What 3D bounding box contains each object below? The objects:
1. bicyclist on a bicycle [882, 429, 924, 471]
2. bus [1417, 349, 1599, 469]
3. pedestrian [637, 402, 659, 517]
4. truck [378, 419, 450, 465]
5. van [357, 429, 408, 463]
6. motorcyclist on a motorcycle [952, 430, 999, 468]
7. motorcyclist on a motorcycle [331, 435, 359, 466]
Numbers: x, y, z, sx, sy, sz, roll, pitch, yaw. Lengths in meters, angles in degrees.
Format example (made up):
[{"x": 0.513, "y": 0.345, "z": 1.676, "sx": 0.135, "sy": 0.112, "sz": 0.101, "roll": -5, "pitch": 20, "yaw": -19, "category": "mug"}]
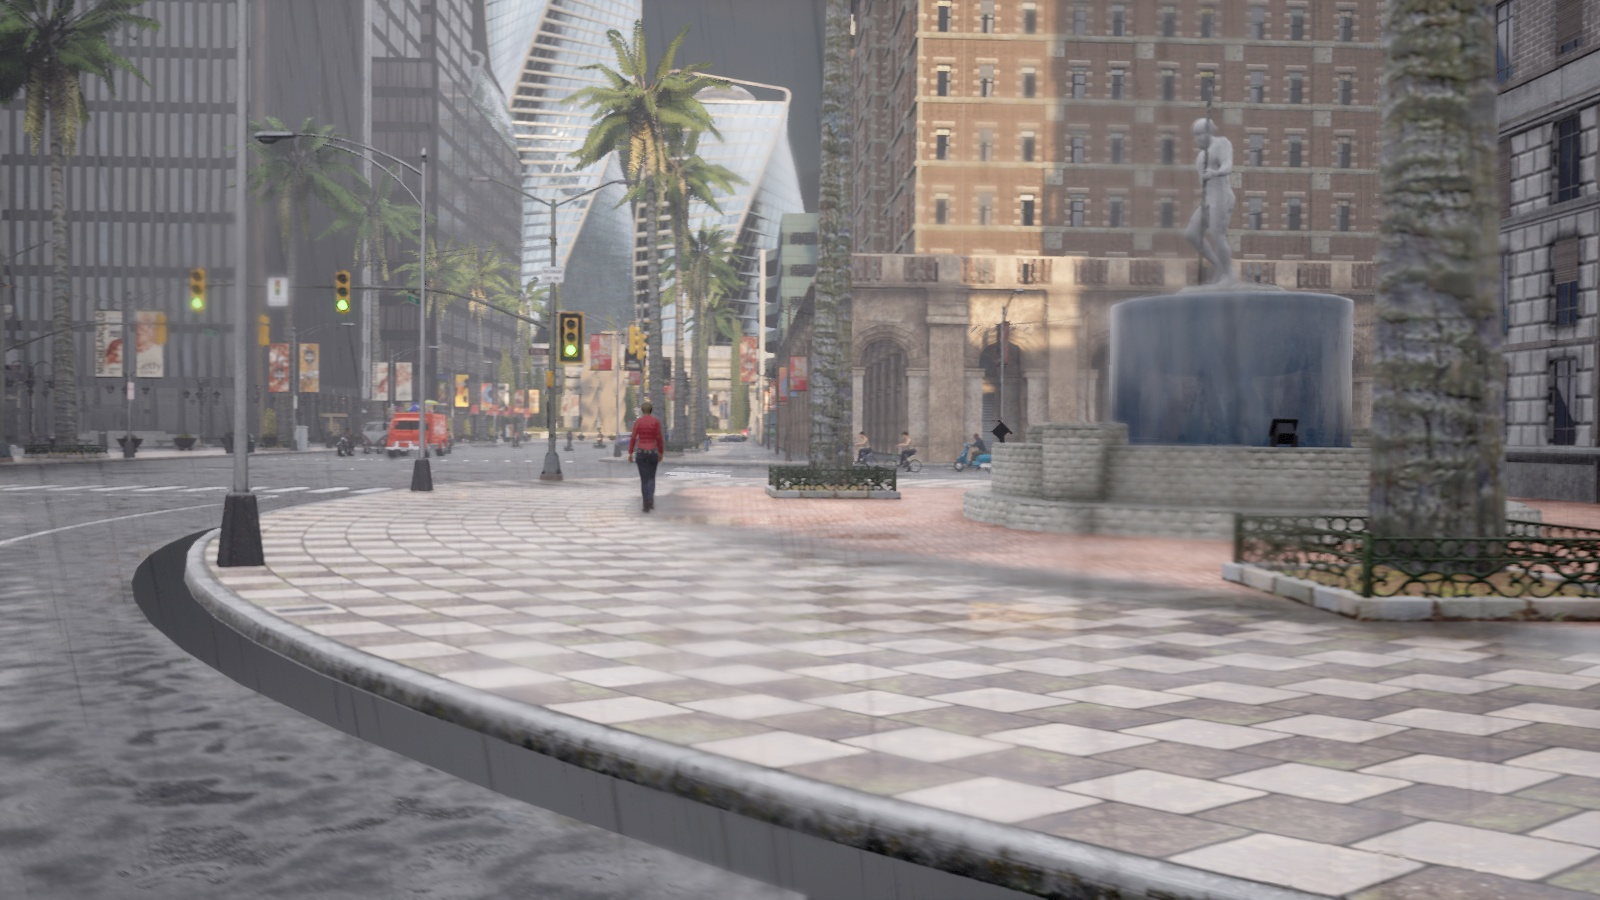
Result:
[{"x": 3.994, "y": 0.010, "z": 48.905, "sx": 1.509, "sy": 1.612, "sz": 0.866, "roll": -1, "pitch": 1, "yaw": -2, "category": "bicyclist on a bicycle"}, {"x": 28.888, "y": -1.481, "z": 46.411, "sx": 10.273, "sy": 4.253, "sz": 3.944, "roll": 0, "pitch": 1, "yaw": -2, "category": "bus"}, {"x": -2.499, "y": 0.146, "z": 20.620, "sx": 0.331, "sy": 1.846, "sz": 0.636, "roll": -1, "pitch": 1, "yaw": -7, "category": "pedestrian"}, {"x": -21.815, "y": -0.479, "z": 71.202, "sx": 2.627, "sy": 2.467, "sz": 5.204, "roll": -1, "pitch": 1, "yaw": -2, "category": "truck"}, {"x": -25.526, "y": -0.282, "z": 76.992, "sx": 1.775, "sy": 1.987, "sz": 4.442, "roll": -1, "pitch": 1, "yaw": -2, "category": "van"}, {"x": 7.326, "y": -0.047, "z": 52.536, "sx": 1.817, "sy": 1.590, "sz": 0.866, "roll": -1, "pitch": 1, "yaw": -2, "category": "motorcyclist on a motorcycle"}, {"x": -25.242, "y": 0.006, "z": 69.700, "sx": 0.766, "sy": 1.649, "sz": 2.350, "roll": -1, "pitch": 1, "yaw": -2, "category": "motorcyclist on a motorcycle"}]
